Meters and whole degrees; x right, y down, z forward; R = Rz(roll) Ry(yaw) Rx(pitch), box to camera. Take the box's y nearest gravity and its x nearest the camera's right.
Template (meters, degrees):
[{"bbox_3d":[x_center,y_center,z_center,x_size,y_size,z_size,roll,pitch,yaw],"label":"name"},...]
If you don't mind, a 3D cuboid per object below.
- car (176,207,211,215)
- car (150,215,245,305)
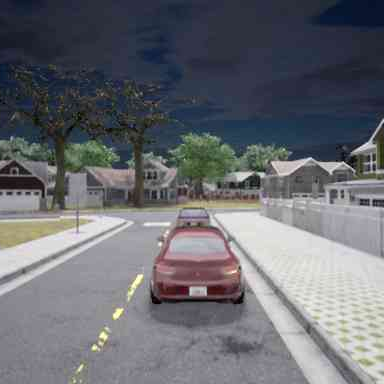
[{"bbox_3d":[0.095,1.534,17.970,2.033,1.411,5.357,0,0,0],"label":"car"},{"bbox_3d":[0.100,1.519,7.957,1.812,1.442,4.674,0,0,0],"label":"car"}]
